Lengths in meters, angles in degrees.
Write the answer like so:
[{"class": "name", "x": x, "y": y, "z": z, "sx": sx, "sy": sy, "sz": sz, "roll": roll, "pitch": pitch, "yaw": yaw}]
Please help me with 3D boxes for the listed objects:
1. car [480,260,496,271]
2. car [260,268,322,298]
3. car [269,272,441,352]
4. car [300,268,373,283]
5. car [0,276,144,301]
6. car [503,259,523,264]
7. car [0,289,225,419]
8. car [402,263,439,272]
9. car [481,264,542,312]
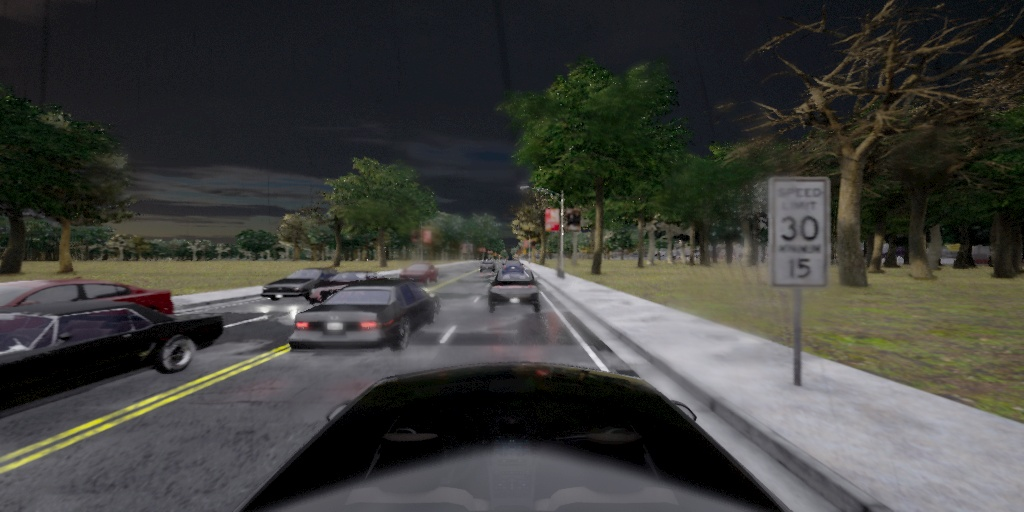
[{"class": "car", "x": -3.150, "y": 1.275, "z": 47.546, "sx": 2.128, "sy": 1.511, "sz": 4.902, "roll": 0, "pitch": 0, "yaw": 0}, {"class": "car", "x": -9.794, "y": 1.305, "z": 17.761, "sx": 2.033, "sy": 1.411, "sz": 5.357, "roll": 0, "pitch": 0, "yaw": 0}, {"class": "car", "x": -3.147, "y": 1.300, "z": 8.886, "sx": 2.033, "sy": 1.411, "sz": 5.357, "roll": 0, "pitch": 0, "yaw": 0}, {"class": "car", "x": -6.561, "y": 1.320, "z": 15.031, "sx": 1.994, "sy": 1.385, "sz": 4.181, "roll": 0, "pitch": 0, "yaw": 1}, {"class": "car", "x": -9.840, "y": 1.230, "z": 7.309, "sx": 1.882, "sy": 1.535, "sz": 5.008, "roll": 0, "pitch": 0, "yaw": 0}, {"class": "car", "x": 0.103, "y": 1.125, "z": 35.868, "sx": 2.097, "sy": 1.767, "sz": 4.553, "roll": 0, "pitch": 0, "yaw": 0}, {"class": "car", "x": -6.595, "y": 1.352, "z": 4.792, "sx": 1.895, "sy": 1.301, "sz": 4.718, "roll": 0, "pitch": 0, "yaw": 0}, {"class": "car", "x": -6.498, "y": 1.242, "z": 25.546, "sx": 1.882, "sy": 1.535, "sz": 5.008, "roll": 0, "pitch": 0, "yaw": 0}, {"class": "car", "x": 0.101, "y": 1.247, "z": 14.157, "sx": 2.128, "sy": 1.511, "sz": 4.902, "roll": 0, "pitch": 0, "yaw": 0}]
